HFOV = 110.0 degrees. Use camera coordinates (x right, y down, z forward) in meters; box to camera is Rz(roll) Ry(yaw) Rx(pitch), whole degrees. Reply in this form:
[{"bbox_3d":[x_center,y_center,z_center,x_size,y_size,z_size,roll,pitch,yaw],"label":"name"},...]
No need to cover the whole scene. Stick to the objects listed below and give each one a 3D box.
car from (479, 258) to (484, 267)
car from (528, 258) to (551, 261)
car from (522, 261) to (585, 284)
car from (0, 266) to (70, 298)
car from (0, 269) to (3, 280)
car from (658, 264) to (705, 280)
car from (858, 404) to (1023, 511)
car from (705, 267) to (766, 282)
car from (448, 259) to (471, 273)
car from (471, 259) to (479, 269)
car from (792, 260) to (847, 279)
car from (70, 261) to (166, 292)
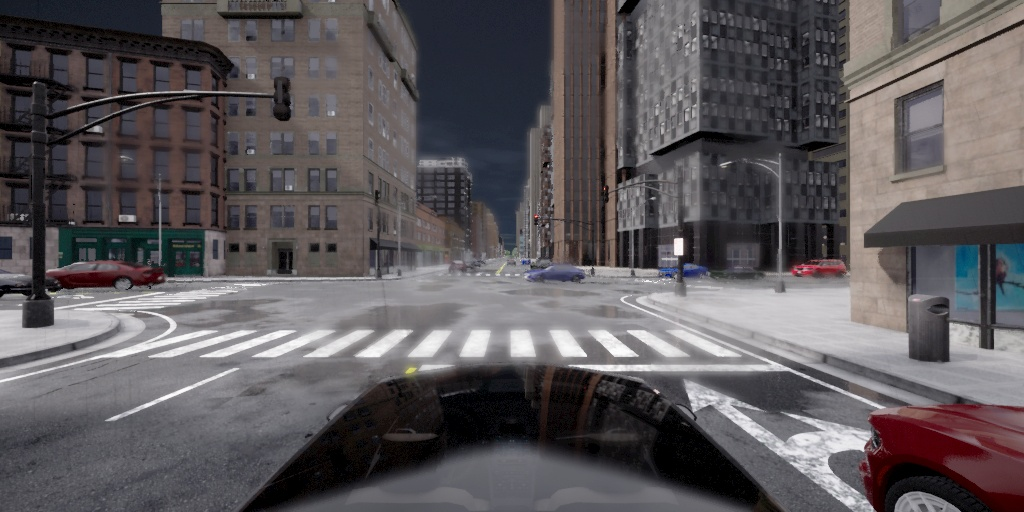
[{"bbox_3d":[-6.673,1.326,64.625,1.994,1.385,4.181,0,0,0],"label":"car"},{"bbox_3d":[3.494,1.106,40.961,2.097,1.767,4.553,0,0,-7],"label":"car"},{"bbox_3d":[3.200,1.308,26.627,4.674,1.442,1.812,1,0,-20],"label":"car"},{"bbox_3d":[-22.317,1.032,14.441,5.357,1.411,2.033,1,0,-16],"label":"car"},{"bbox_3d":[-21.029,1.021,11.451,5.357,1.411,2.033,1,0,-13],"label":"car"},{"bbox_3d":[16.494,1.481,34.624,5.008,1.535,1.882,1,0,-16],"label":"car"},{"bbox_3d":[3.353,1.228,0.399,1.882,1.535,5.008,0,0,0],"label":"car"},{"bbox_3d":[20.267,1.622,32.338,4.718,1.301,1.895,1,0,-16],"label":"car"},{"bbox_3d":[-6.672,1.284,44.703,1.812,1.442,4.674,0,0,0],"label":"car"},{"bbox_3d":[-6.683,1.252,54.663,2.128,1.511,4.902,0,0,0],"label":"car"},{"bbox_3d":[33.740,1.425,39.353,5.566,2.045,2.150,1,0,-13],"label":"car"},{"bbox_3d":[-21.119,1.003,18.404,5.008,1.535,1.882,1,0,-17],"label":"car"}]
